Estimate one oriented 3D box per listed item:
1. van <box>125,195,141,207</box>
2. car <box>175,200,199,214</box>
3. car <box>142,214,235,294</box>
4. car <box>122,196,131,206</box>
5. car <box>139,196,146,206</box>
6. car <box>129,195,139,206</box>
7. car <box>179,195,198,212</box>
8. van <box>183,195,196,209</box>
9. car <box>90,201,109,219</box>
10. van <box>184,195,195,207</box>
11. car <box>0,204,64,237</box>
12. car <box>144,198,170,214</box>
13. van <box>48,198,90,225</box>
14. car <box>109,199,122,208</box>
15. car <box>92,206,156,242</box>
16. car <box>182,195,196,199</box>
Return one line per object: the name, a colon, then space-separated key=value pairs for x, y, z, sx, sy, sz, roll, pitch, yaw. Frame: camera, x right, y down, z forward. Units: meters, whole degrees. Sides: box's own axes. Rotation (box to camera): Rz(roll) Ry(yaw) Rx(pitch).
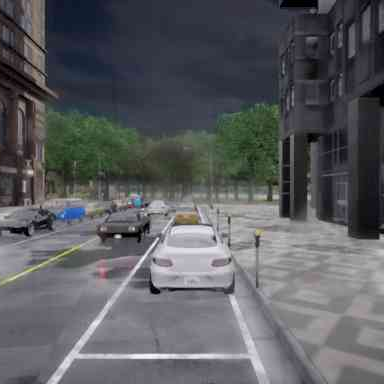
van: x=-8.910 y=1.356 z=50.762 sx=1.690 sy=1.788 sz=3.998 roll=0 pitch=0 yaw=0
car: x=-0.384 y=1.528 z=23.743 sx=1.752 sy=1.417 sz=4.829 roll=0 pitch=0 yaw=0
car: x=0.003 y=1.526 z=8.650 sx=1.812 sy=1.442 sz=4.674 roll=0 pitch=0 yaw=0
car: x=-8.909 y=1.534 z=39.716 sx=1.752 sy=1.417 sz=4.829 roll=0 pitch=0 yaw=0
car: x=-6.150 y=1.578 z=47.672 sx=1.994 sy=1.385 sz=4.181 roll=0 pitch=0 yaw=0
car: x=-8.910 y=1.452 z=45.324 sx=1.967 sy=1.590 sz=4.097 roll=0 pitch=0 yaw=0
car: x=-0.384 y=1.324 z=39.886 sx=2.192 sy=1.841 sz=5.009 roll=0 pitch=0 yaw=0
van: x=-0.384 y=1.353 z=45.324 sx=1.690 sy=1.788 sz=3.998 roll=0 pitch=0 yaw=0
car: x=-8.909 y=1.530 z=28.841 sx=1.752 sy=1.417 sz=4.829 roll=0 pitch=0 yaw=0
van: x=-0.384 y=1.356 z=50.761 sx=1.690 sy=1.788 sz=3.998 roll=0 pitch=0 yaw=0
car: x=-8.909 y=1.567 z=18.136 sx=1.947 sy=1.339 sz=4.313 roll=0 pitch=0 yaw=0
car: x=-3.141 y=1.531 z=31.650 sx=1.812 sy=1.442 sz=4.674 roll=0 pitch=0 yaw=0
van: x=-8.909 y=1.344 z=23.573 sx=1.690 sy=1.788 sz=3.998 roll=0 pitch=0 yaw=0
car: x=-8.909 y=1.572 z=34.448 sx=1.947 sy=1.339 sz=4.313 roll=0 pitch=0 yaw=0
car: x=-3.144 y=1.602 z=16.384 sx=1.895 sy=1.301 sz=4.718 roll=0 pitch=0 yaw=0
car: x=-0.384 y=1.446 z=34.448 sx=1.967 sy=1.590 sz=4.097 roll=0 pitch=0 yaw=0
